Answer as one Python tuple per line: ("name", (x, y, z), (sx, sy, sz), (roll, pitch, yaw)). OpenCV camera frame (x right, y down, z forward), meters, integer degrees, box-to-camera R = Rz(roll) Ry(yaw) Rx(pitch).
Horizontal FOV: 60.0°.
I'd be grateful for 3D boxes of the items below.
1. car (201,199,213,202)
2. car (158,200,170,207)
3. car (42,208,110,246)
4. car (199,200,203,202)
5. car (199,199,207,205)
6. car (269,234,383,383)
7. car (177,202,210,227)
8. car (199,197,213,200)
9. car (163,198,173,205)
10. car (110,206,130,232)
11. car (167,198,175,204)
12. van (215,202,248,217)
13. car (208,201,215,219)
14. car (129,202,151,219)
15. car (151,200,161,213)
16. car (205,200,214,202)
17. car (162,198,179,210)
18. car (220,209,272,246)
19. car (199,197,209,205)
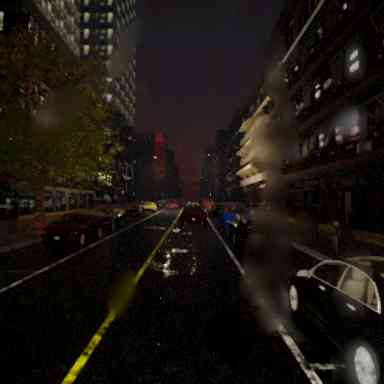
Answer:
("car", (2.681, 2.118, 50.135), (1.802, 1.307, 4.206), (1, -1, 0))
("car", (-5.660, 2.266, 67.143), (2.008, 1.369, 4.403), (1, -1, 0))
("car", (-5.675, 1.722, 16.238), (1.887, 1.381, 4.507), (1, -1, 0))
("car", (0.111, 2.054, 42.281), (1.895, 1.301, 4.718), (0, -1, 0))
("car", (2.691, 2.457, 84.071), (1.947, 1.339, 4.313), (1, -1, 0))
("car", (2.702, 1.605, 4.887), (2.008, 1.369, 4.403), (1, -1, 0))
("car", (0.107, 1.752, 25.313), (1.882, 1.535, 5.008), (0, -1, 0))
("car", (2.687, 1.911, 55.793), (2.192, 1.841, 5.009), (1, -1, 0))
("car", (-5.655, 2.274, 78.456), (1.967, 1.590, 4.097), (1, -1, 0))
("car", (-5.673, 1.789, 21.894), (2.008, 1.369, 4.403), (1, -1, 0))
("car", (-5.652, 2.392, 89.768), (1.967, 1.590, 4.097), (1, -1, 0))
("van", (2.710, 1.578, 21.858), (1.690, 1.788, 3.998), (1, -1, 0))
("car", (2.716, 1.924, 33.167), (1.947, 1.339, 4.313), (1, -1, 0))
("car", (-5.670, 1.910, 33.207), (2.008, 1.369, 4.403), (1, -1, 0))
("car", (-5.667, 2.001, 44.349), (1.752, 1.417, 4.829), (1, -1, 0))
("car", (2.723, 1.944, 38.993), (1.752, 1.417, 4.829), (1, -1, 0))
("car", (-3.060, 2.033, 51.921), (1.882, 1.535, 5.008), (0, -1, 0))
("car", (2.705, 1.727, 16.199), (2.008, 1.369, 4.403), (1, -1, 0))
("car", (2.693, 2.148, 78.417), (2.192, 1.841, 5.009), (1, -1, 0))
